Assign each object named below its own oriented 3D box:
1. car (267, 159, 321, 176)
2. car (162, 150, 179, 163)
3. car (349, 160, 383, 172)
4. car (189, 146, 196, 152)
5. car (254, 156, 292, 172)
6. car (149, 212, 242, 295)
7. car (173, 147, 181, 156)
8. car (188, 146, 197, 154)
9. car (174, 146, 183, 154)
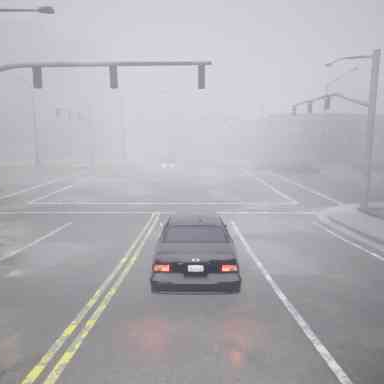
[{"bbox_3d":[10.478,-2.389,33.932,4.718,1.301,1.895,0,9,0],"label":"car"},{"bbox_3d":[-3.555,-5.306,51.535,2.033,1.411,5.357,0,9,0],"label":"car"},{"bbox_3d":[20.405,-2.947,37.352,4.718,1.301,1.895,0,9,0],"label":"car"},{"bbox_3d":[0.072,-11.807,91.155,1.994,1.385,4.181,0,9,0],"label":"car"},{"bbox_3d":[9.310,-3.199,37.354,4.553,1.767,2.097,0,9,0],"label":"car"},{"bbox_3d":[0.081,1.217,8.409,2.033,1.411,5.357,0,4,0],"label":"car"},{"bbox_3d":[-3.519,-6.892,61.013,1.837,1.490,4.892,0,9,0],"label":"car"},{"bbox_3d":[0.064,-10.320,81.097,2.097,1.767,4.553,0,9,0],"label":"car"},{"bbox_3d":[-3.444,-8.516,71.208,2.033,1.411,5.357,0,9,0],"label":"car"}]
